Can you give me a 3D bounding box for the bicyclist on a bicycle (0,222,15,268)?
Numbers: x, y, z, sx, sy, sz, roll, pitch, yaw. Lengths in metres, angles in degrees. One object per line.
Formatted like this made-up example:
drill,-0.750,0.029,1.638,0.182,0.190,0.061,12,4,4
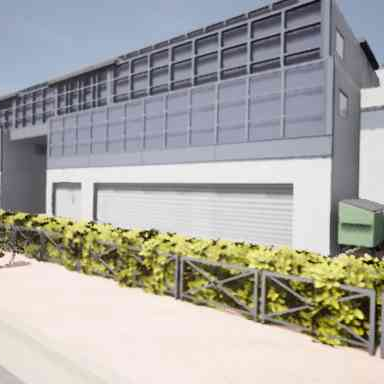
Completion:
bicyclist on a bicycle,-5.200,1.154,8.190,0.582,1.620,1.656,1,0,38
